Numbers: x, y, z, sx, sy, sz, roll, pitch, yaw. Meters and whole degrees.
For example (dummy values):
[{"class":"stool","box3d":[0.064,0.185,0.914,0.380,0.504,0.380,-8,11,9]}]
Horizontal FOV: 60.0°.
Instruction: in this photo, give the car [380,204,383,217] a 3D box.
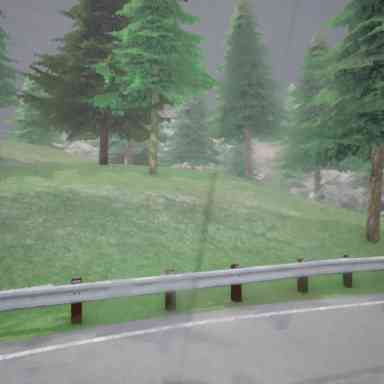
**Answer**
[{"class":"car","box3d":[17.329,1.579,27.937,1.994,1.385,4.181,0,0,-16]}]
